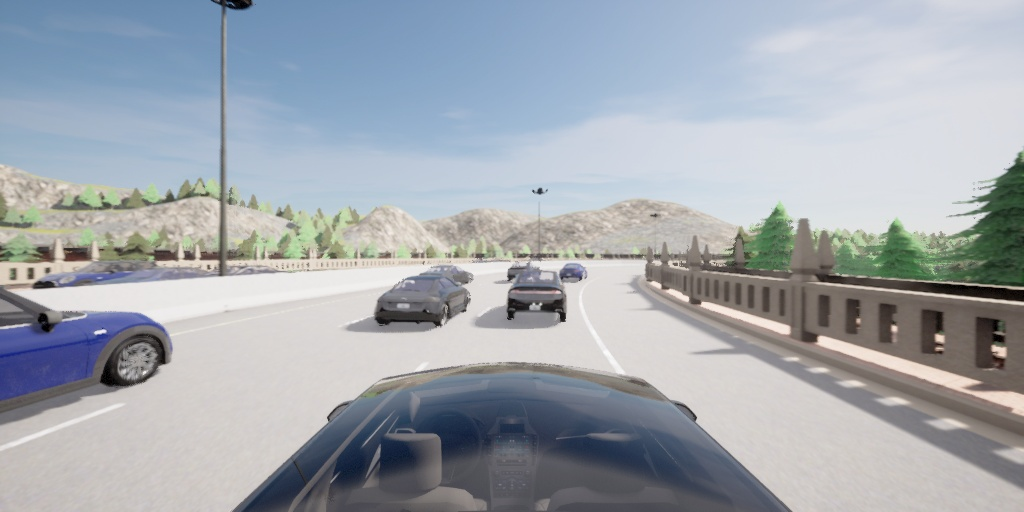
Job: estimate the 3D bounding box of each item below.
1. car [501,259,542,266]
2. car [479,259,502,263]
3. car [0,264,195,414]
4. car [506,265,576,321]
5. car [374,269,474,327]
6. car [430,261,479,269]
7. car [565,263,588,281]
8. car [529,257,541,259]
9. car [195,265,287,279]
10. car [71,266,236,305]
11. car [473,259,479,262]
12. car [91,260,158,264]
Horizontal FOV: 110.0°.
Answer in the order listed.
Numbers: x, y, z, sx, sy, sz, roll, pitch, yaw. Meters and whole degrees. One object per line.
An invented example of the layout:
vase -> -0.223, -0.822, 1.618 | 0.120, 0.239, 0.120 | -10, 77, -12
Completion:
car -> 1.055, 1.243, 28.727 | 2.128, 1.511, 4.902 | 0, 0, 17
car -> -2.441, 1.213, 55.032 | 1.882, 1.535, 5.008 | 0, 0, 32
car -> -6.738, 1.075, 4.065 | 2.097, 1.767, 4.553 | 0, 0, 2
car -> 0.955, 1.244, 12.511 | 2.128, 1.511, 4.902 | 0, 0, 7
car -> -2.677, 1.303, 11.557 | 1.994, 1.385, 4.181 | 0, 0, 6
car -> -4.182, 1.279, 23.268 | 2.033, 1.411, 5.357 | 0, 0, 14
car -> 5.177, 1.293, 30.034 | 1.812, 1.442, 4.674 | 0, 0, 19
car -> 3.364, 1.110, 57.610 | 2.097, 1.767, 4.553 | 0, 0, 34
car -> -12.743, 1.190, 16.661 | 2.128, 1.511, 4.902 | 0, 0, 9
car -> -16.308, 1.232, 16.884 | 2.033, 1.411, 5.357 | 0, 0, 9
car -> -5.220, 1.215, 57.204 | 2.128, 1.511, 4.902 | 0, 0, 32
car -> -19.664, 1.023, 17.482 | 2.097, 1.767, 4.553 | 0, 0, 10
